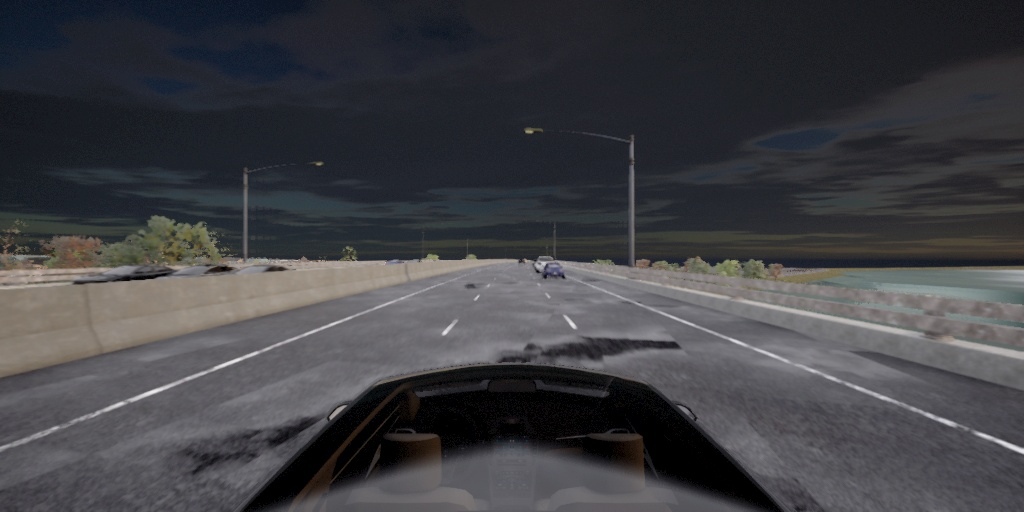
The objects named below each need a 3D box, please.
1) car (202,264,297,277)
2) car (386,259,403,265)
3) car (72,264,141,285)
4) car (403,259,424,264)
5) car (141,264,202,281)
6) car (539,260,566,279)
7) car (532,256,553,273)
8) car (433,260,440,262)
[{"bbox_3d":[-13.998,1.224,19.933,1.882,1.535,5.008,0,0,1],"label":"car"},{"bbox_3d":[-20.006,1.324,61.787,1.882,1.535,5.008,0,0,2],"label":"car"},{"bbox_3d":[-20.997,1.215,19.987,1.882,1.535,5.008,0,0,1],"label":"car"},{"bbox_3d":[-16.512,1.328,61.668,1.882,1.535,5.008,0,0,2],"label":"car"},{"bbox_3d":[-17.492,1.245,20.364,1.837,1.490,4.892,0,0,1],"label":"car"},{"bbox_3d":[3.770,1.322,33.175,1.812,1.442,4.674,0,0,1],"label":"car"},{"bbox_3d":[4.000,1.047,44.126,2.150,2.045,5.566,0,0,1],"label":"car"},{"bbox_3d":[-13.020,1.416,61.573,1.994,1.385,4.181,0,0,3],"label":"car"}]
